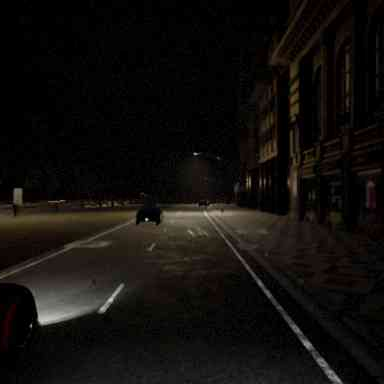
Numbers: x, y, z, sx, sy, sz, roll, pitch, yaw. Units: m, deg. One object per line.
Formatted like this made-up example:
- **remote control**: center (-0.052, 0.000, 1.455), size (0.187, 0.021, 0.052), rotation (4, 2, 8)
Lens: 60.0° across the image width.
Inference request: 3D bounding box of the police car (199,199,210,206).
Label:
- **police car**: center (2.644, 2.540, 78.315), size (1.930, 1.638, 5.238), rotation (0, -1, 5)

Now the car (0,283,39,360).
- **car**: center (-3.402, 1.604, 3.560), size (1.994, 1.385, 4.181), rotation (0, -1, 0)

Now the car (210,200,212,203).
- **car**: center (3.546, 2.736, 88.226), size (1.801, 1.575, 5.366), rotation (0, -1, 6)

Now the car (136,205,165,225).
- **car**: center (-3.410, 1.838, 27.426), size (1.837, 1.490, 4.892), rotation (0, -1, 0)
